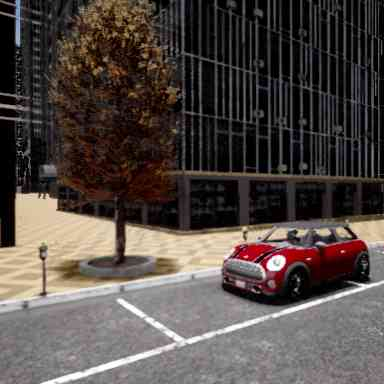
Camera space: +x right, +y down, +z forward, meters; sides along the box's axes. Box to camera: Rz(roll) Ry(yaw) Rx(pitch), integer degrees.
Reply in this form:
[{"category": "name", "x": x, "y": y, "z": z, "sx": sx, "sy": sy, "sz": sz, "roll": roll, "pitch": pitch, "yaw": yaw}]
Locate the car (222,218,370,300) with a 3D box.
[{"category": "car", "x": 2.691, "y": 1.512, "z": 8.450, "sx": 4.097, "sy": 1.590, "sz": 1.967, "roll": 1, "pitch": -1, "yaw": -35}]
